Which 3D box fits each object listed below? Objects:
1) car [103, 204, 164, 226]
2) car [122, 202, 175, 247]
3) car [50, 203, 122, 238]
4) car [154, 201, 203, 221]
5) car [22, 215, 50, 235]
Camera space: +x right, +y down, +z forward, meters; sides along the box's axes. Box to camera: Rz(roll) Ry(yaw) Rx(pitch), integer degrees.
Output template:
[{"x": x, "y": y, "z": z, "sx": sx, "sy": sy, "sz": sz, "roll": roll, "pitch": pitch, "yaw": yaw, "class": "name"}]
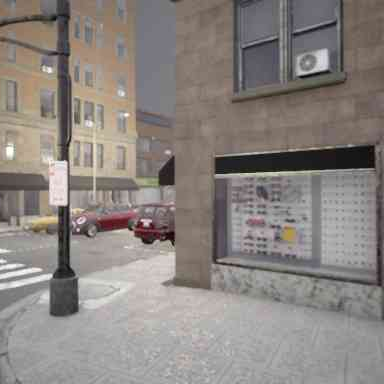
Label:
[{"x": -4.211, "y": 1.646, "z": 24.669, "sx": 1.947, "sy": 1.339, "sz": 4.313, "roll": 0, "pitch": 0, "yaw": 35, "class": "car"}, {"x": -0.451, "y": 1.356, "z": 15.138, "sx": 2.192, "sy": 1.841, "sz": 5.009, "roll": 0, "pitch": 0, "yaw": 35, "class": "car"}, {"x": -5.096, "y": 1.426, "z": 18.563, "sx": 2.097, "sy": 1.767, "sz": 4.553, "roll": 0, "pitch": 0, "yaw": 35, "class": "car"}, {"x": -1.083, "y": 1.594, "z": 29.174, "sx": 1.752, "sy": 1.417, "sz": 4.829, "roll": 0, "pitch": 0, "yaw": 35, "class": "car"}, {"x": -7.535, "y": 1.616, "z": 19.885, "sx": 1.752, "sy": 1.417, "sz": 4.829, "roll": 0, "pitch": 0, "yaw": 35, "class": "car"}]
